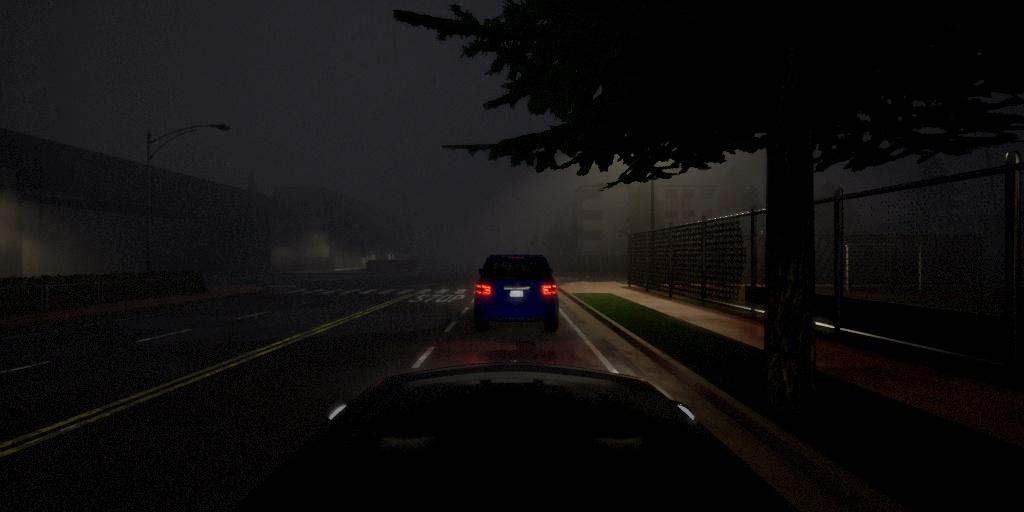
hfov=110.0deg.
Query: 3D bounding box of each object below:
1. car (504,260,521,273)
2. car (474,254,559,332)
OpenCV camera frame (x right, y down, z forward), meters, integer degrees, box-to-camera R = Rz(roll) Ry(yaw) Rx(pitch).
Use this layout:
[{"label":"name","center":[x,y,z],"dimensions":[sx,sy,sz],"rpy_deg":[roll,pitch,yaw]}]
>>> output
[{"label":"car","center":[0.047,1.241,45.409],"dimensions":[2.128,1.511,4.902],"rpy_deg":[0,0,0]},{"label":"car","center":[0.119,0.972,11.021],"dimensions":[2.150,2.045,5.566],"rpy_deg":[0,0,0]}]
